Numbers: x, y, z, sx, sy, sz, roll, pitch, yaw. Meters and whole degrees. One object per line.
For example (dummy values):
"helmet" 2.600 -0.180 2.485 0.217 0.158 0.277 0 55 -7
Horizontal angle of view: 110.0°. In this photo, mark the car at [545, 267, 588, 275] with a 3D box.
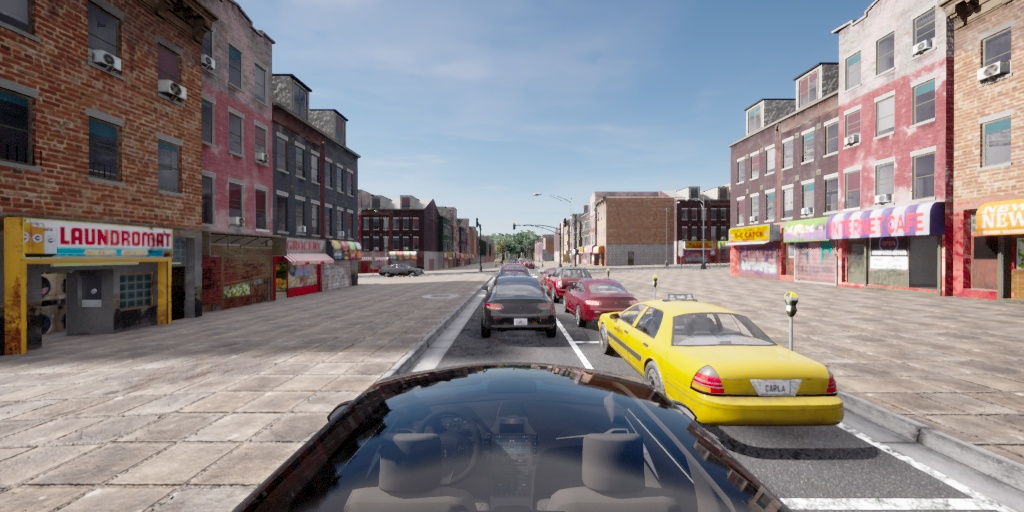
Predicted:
"car" 2.658 1.200 16.655 1.967 1.591 4.097 0 0 0

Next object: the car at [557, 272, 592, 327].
"car" 2.650 1.336 11.189 1.802 1.307 4.207 0 0 0

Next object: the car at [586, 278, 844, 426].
"car" 2.642 1.277 5.892 1.751 1.417 4.829 0 0 0

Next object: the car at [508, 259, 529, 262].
"car" 0.101 1.256 27.090 1.882 1.535 5.008 0 0 0

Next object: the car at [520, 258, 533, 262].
"car" 2.718 1.334 59.462 1.967 1.591 4.097 0 0 0

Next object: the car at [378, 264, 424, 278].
"car" -12.214 1.635 39.656 4.902 1.511 2.128 -2 0 0

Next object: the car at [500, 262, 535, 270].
"car" 0.110 1.253 17.529 2.128 1.511 4.902 0 0 0

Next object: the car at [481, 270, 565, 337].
"car" 0.116 1.280 10.171 1.812 1.442 4.674 0 0 -2
